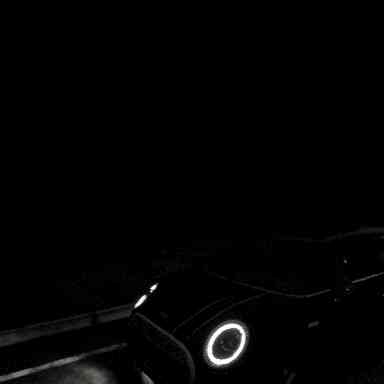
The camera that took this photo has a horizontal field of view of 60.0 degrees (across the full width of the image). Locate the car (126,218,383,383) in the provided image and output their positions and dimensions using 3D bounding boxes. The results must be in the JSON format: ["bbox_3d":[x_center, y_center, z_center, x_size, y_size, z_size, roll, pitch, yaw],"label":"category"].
[{"bbox_3d":[1.420,1.313,4.617,4.553,1.767,2.097,-1,0,-34],"label":"car"}]
